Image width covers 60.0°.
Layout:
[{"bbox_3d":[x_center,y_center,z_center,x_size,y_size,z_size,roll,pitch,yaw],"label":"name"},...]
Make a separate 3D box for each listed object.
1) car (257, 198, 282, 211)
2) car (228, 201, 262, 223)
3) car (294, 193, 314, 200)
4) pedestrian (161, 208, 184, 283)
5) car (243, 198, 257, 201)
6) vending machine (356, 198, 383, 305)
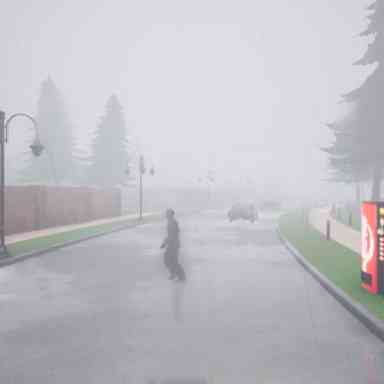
[{"bbox_3d":[9.656,1.502,40.389,1.837,1.490,4.892,0,0,25],"label":"car"},{"bbox_3d":[4.101,1.599,25.990,1.895,1.301,4.718,0,0,16],"label":"car"},{"bbox_3d":[28.111,1.170,84.917,3.866,1.878,1.905,0,0,44],"label":"car"},{"bbox_3d":[-0.479,1.293,8.202,0.375,1.860,0.375,0,0,5],"label":"pedestrian"},{"bbox_3d":[8.027,1.522,45.365,1.812,1.442,4.674,0,0,28],"label":"car"},{"bbox_3d":[4.205,1.195,7.018,1.100,2.100,0.880,0,0,5],"label":"vending machine"}]
